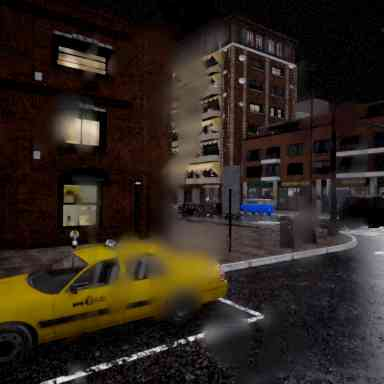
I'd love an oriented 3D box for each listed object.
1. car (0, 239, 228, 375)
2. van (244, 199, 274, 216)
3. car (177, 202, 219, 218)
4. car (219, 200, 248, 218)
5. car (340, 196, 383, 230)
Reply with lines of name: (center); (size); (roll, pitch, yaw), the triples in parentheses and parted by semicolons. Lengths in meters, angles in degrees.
car: (-1.595, 1.526, 5.572); (4.829, 1.417, 1.752); (0, 1, -35)
van: (7.130, 1.654, 36.645); (1.690, 1.788, 3.998); (1, -1, -35)
car: (0.232, 1.730, 31.886); (1.947, 1.339, 4.313); (1, -1, -35)
car: (2.906, 1.727, 32.585); (1.812, 1.442, 4.674); (1, -1, -35)
car: (11.233, 1.259, 19.144); (2.150, 2.045, 5.566); (1, -1, -24)
